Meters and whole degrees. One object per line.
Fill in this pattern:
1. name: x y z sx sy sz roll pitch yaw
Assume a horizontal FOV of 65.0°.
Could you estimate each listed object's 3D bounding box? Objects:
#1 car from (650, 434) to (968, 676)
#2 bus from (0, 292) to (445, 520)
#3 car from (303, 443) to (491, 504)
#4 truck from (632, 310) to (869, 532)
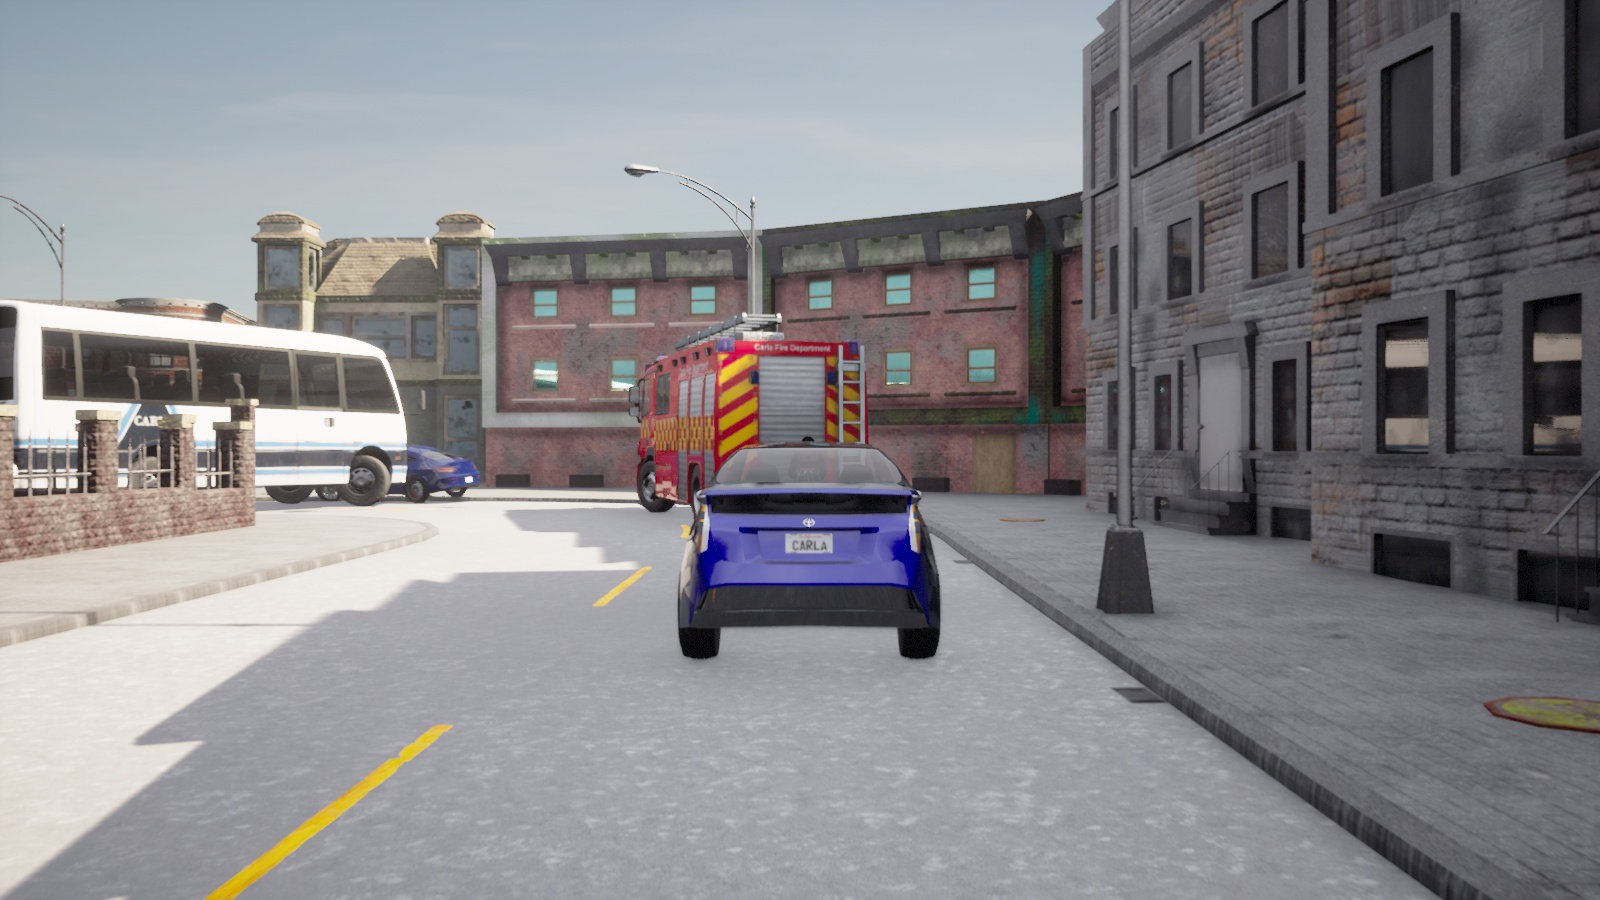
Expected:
1. car: 0.072 0.655 10.177 2.007 1.525 4.514 0 0 0
2. bus: -13.357 -0.777 28.880 3.944 4.253 10.273 -1 -1 28
3. car: -10.814 0.593 33.713 4.674 1.442 1.812 0 3 21
4. truck: -1.373 -0.519 26.117 2.891 3.827 8.468 0 0 -17
